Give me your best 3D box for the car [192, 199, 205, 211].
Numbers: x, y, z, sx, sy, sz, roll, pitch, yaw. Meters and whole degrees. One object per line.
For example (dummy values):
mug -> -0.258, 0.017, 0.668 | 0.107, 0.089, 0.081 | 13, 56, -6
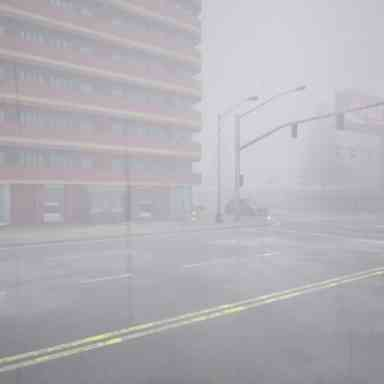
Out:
car -> -0.304, 1.526, 40.724 | 1.812, 1.442, 4.674 | 0, 0, -34

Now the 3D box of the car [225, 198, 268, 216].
car -> 5.272, 1.352, 32.413 | 2.097, 1.767, 4.553 | 0, 0, -34
